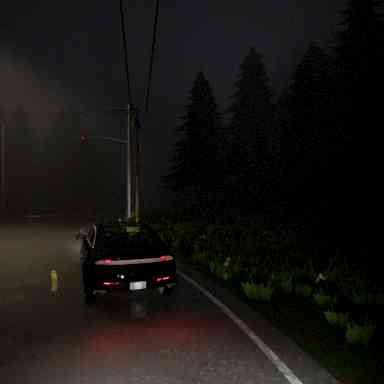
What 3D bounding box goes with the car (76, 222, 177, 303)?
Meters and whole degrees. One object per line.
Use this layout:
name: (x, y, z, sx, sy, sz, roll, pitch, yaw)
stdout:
car: (-1.790, 1.492, 8.354, 2.128, 1.511, 4.902, 0, 0, -19)
